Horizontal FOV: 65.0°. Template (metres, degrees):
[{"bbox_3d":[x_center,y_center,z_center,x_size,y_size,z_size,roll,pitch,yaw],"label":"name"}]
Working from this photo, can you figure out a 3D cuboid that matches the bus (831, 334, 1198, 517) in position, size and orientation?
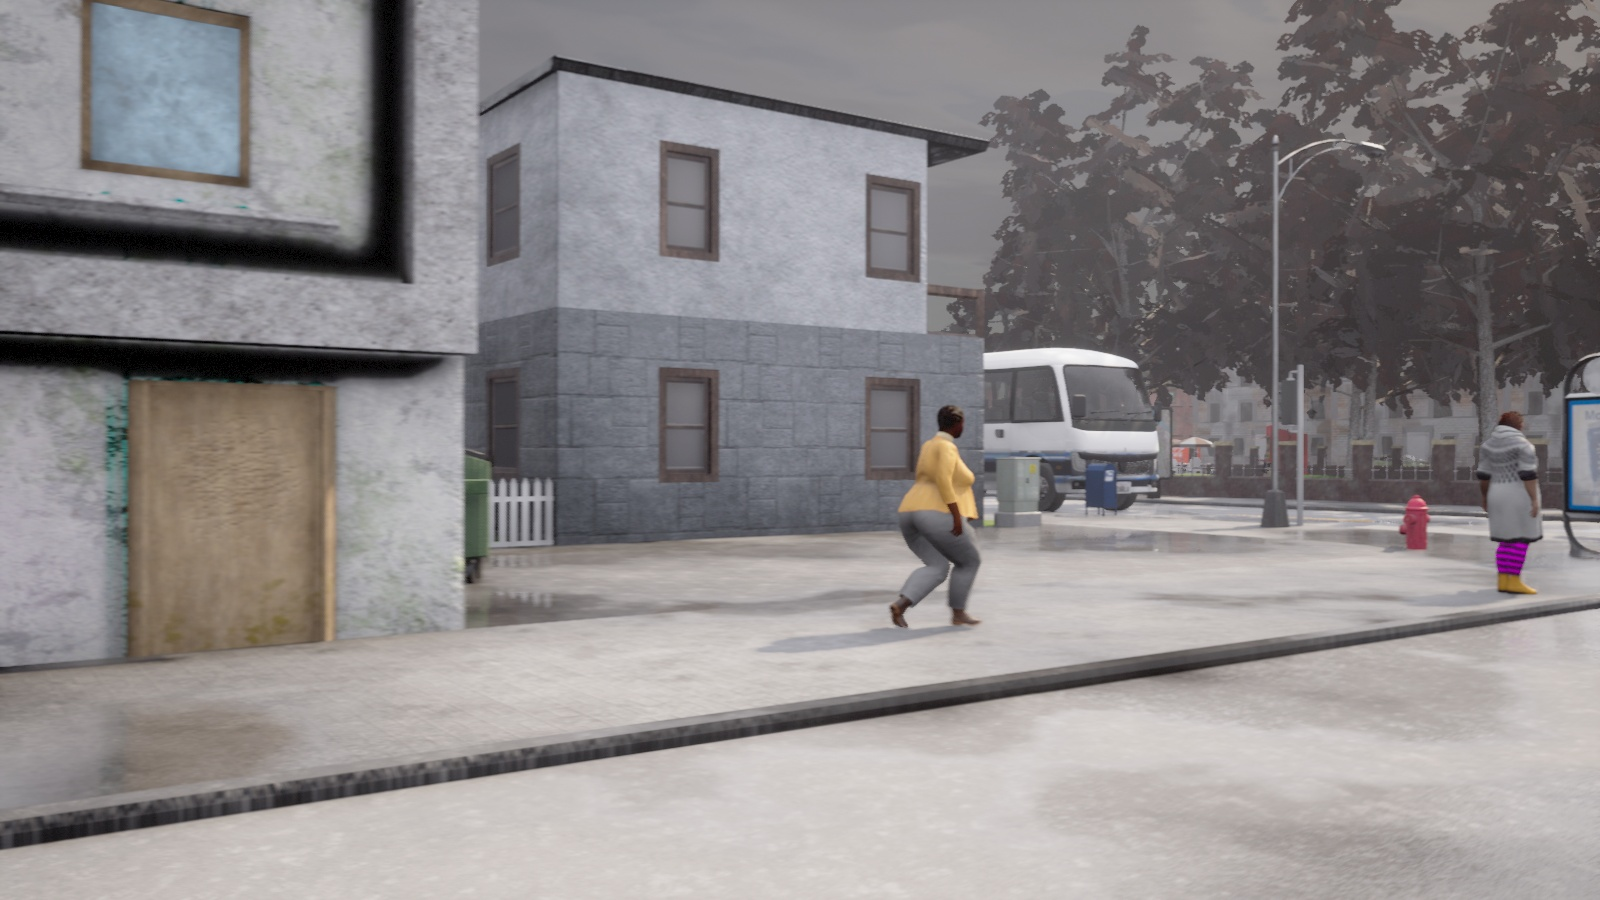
[{"bbox_3d":[5.444,-0.552,34.585,3.944,4.253,10.273,0,0,-34],"label":"bus"}]

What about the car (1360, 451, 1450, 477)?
[{"bbox_3d":[36.572,0.819,76.047,2.007,1.525,4.514,0,0,-35],"label":"car"}]

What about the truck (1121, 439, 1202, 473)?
[{"bbox_3d":[27.319,0.454,94.951,5.204,2.467,2.627,0,-1,40],"label":"truck"}]

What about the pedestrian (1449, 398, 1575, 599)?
[{"bbox_3d":[7.120,0.474,12.588,0.873,1.952,0.659,0,0,-7],"label":"pedestrian"}]

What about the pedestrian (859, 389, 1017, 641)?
[{"bbox_3d":[1.064,0.478,9.799,0.900,1.855,0.874,0,0,-24],"label":"pedestrian"}]
